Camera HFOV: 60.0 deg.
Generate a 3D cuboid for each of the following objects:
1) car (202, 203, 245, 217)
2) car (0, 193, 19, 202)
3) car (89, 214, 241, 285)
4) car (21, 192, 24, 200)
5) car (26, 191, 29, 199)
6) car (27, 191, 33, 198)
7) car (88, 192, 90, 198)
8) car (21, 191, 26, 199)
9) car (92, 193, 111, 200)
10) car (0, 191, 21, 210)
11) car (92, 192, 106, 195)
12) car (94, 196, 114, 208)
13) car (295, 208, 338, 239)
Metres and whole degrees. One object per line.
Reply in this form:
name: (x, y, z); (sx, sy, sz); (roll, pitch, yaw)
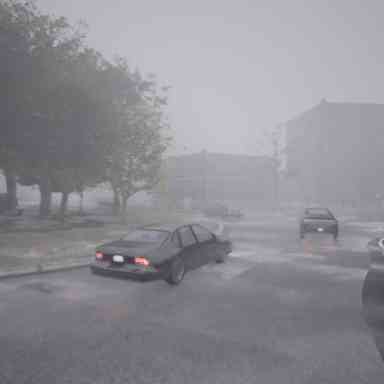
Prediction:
car: (2.751, 1.712, 30.517); (2.033, 1.411, 5.357); (1, 0, -24)
car: (-38.531, 1.122, 68.638); (4.553, 1.767, 2.185); (1, 0, -20)
car: (-0.505, 1.578, 9.723); (2.033, 1.411, 5.357); (0, 0, 27)
car: (-39.497, 1.227, 71.227); (5.008, 1.535, 2.097); (1, 0, -20)
car: (-42.282, 1.150, 79.020); (4.892, 1.521, 2.231); (1, 0, -20)
car: (-44.154, 0.834, 84.203); (5.566, 2.045, 2.435); (1, 0, -20)
car: (-24.574, 1.331, 89.389); (5.008, 1.535, 2.097); (1, 0, -20)
car: (-41.316, 1.052, 76.431); (4.553, 1.767, 2.185); (1, 0, -20)
car: (-18.996, 1.515, 73.666); (4.792, 1.488, 2.163); (1, 0, -20)
car: (-24.267, 1.166, 40.379); (5.566, 2.045, 2.150); (1, -1, -26)
car: (-20.761, 1.326, 78.805); (4.553, 1.767, 2.185); (1, 0, -20)
car: (-12.693, 1.698, 49.999); (1.895, 1.301, 4.718); (1, 0, -35)
car: (6.905, 1.640, 18.662); (2.128, 1.511, 4.902); (1, 0, 14)
